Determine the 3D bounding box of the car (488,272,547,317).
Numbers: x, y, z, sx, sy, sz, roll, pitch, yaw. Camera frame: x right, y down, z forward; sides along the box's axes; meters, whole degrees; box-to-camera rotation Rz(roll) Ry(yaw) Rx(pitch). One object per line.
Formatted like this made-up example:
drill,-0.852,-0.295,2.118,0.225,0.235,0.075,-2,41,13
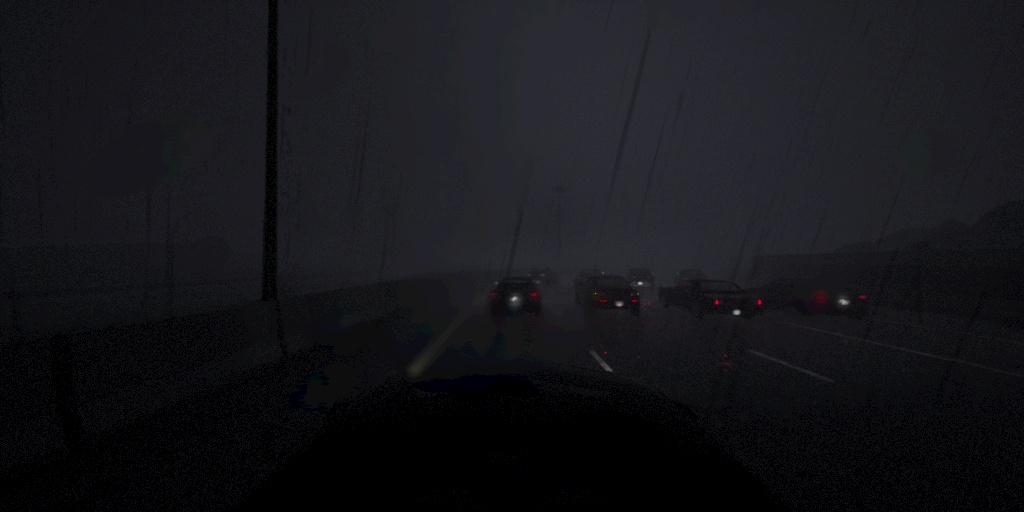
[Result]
car,0.213,1.490,14.233,1.994,1.385,4.181,0,-1,3

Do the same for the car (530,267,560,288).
car,2.457,1.606,27.691,2.128,1.511,4.902,0,-1,18

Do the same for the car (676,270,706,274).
car,12.839,1.650,25.628,1.994,1.385,4.181,0,-1,19

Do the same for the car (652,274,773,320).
car,7.167,1.516,13.497,1.895,1.301,4.718,0,-1,3

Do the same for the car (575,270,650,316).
car,3.713,1.453,14.336,1.812,1.442,4.674,0,-1,3

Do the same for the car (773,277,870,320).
car,10.667,1.477,13.417,1.994,1.385,4.181,0,-1,3

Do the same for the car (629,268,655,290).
car,9.342,1.600,26.234,1.837,1.490,4.892,-1,-1,19
